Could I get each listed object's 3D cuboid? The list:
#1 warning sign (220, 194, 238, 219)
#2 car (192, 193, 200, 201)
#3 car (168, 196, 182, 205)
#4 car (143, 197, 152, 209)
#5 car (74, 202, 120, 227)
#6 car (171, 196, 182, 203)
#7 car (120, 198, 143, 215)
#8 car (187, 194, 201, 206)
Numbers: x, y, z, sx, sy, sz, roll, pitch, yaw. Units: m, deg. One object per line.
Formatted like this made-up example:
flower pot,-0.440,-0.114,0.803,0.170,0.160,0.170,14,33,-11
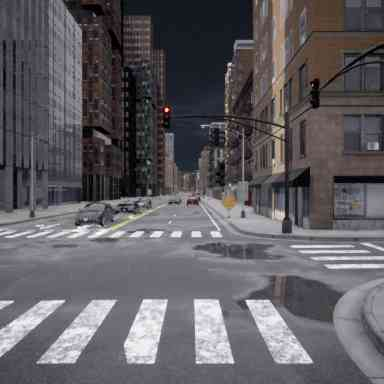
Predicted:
warning sign,2.858,1.118,25.685,1.300,1.860,1.060,0,0,0
car,0.990,1.268,85.720,2.150,2.045,5.566,0,0,0
car,-3.140,1.619,59.418,1.895,1.301,4.718,0,0,0
car,-6.581,1.502,45.377,2.128,1.511,4.902,0,0,0
car,-6.595,1.509,23.039,1.837,1.490,4.892,0,-1,0
car,-3.142,1.573,69.676,2.033,1.411,5.357,0,0,0
car,-6.597,1.570,34.409,1.994,1.385,4.181,0,0,0
car,0.110,1.493,54.876,1.882,1.535,5.008,0,0,0
